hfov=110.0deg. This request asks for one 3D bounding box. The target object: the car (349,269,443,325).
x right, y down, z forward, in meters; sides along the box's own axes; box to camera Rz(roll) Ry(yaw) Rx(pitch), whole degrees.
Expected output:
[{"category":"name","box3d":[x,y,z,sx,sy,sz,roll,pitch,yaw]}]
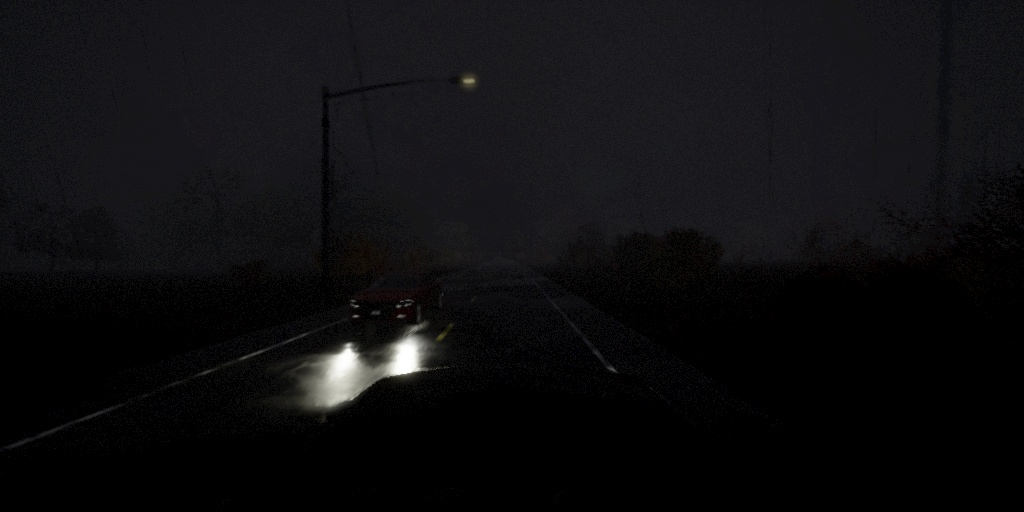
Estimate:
[{"category":"car","box3d":[-3.600,1.224,11.955,1.882,1.535,5.008,0,0,0]}]
